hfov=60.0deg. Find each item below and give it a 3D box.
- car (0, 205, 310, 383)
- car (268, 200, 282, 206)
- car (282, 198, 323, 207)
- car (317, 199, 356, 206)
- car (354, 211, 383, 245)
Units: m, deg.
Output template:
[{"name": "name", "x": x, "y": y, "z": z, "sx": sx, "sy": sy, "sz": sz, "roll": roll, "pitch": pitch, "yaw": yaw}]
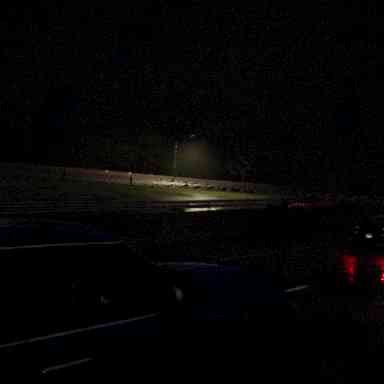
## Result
[{"name": "car", "x": -1.416, "y": 1.220, "z": 2.736, "sx": 5.566, "sy": 2.045, "sz": 2.150, "roll": 0, "pitch": 0, "yaw": -35}, {"name": "car", "x": 10.020, "y": 1.579, "z": 36.914, "sx": 4.181, "sy": 1.385, "sz": 1.994, "roll": 0, "pitch": 0, "yaw": -35}, {"name": "car", "x": 11.791, "y": 1.367, "z": 33.879, "sx": 4.553, "sy": 1.767, "sz": 2.097, "roll": 0, "pitch": 0, "yaw": -35}, {"name": "car", "x": 14.123, "y": 1.580, "z": 31.243, "sx": 4.181, "sy": 1.385, "sz": 1.994, "roll": 0, "pitch": 0, "yaw": -35}, {"name": "car", "x": 8.775, "y": 1.533, "z": 14.298, "sx": 4.674, "sy": 1.442, "sz": 1.812, "roll": 0, "pitch": 0, "yaw": -35}]
